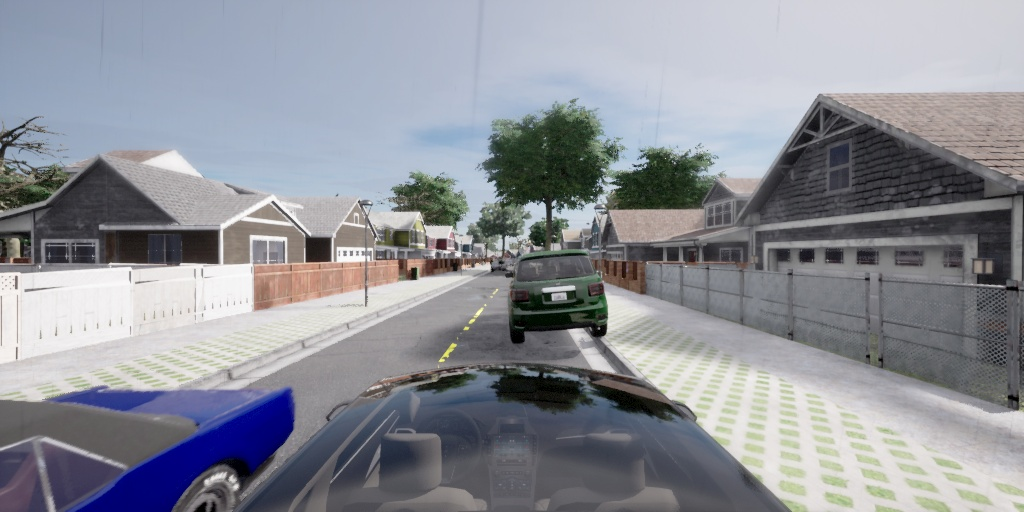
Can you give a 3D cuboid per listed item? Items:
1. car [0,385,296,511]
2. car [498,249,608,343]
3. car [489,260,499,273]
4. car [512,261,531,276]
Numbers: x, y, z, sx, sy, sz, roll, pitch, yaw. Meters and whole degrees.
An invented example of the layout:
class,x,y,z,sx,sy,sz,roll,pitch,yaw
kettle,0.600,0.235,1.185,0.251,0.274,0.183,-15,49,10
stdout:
class,x,y,z,sx,sy,sz,roll,pitch,yaw
car,-2.825,1.351,0.892,1.895,1.301,4.718,0,0,0
car,1.015,0.897,9.763,2.150,2.045,5.566,-5,0,2
car,-1.600,1.288,43.872,1.837,1.490,4.892,0,0,2
car,1.116,1.324,39.625,2.033,1.411,5.357,0,0,3
